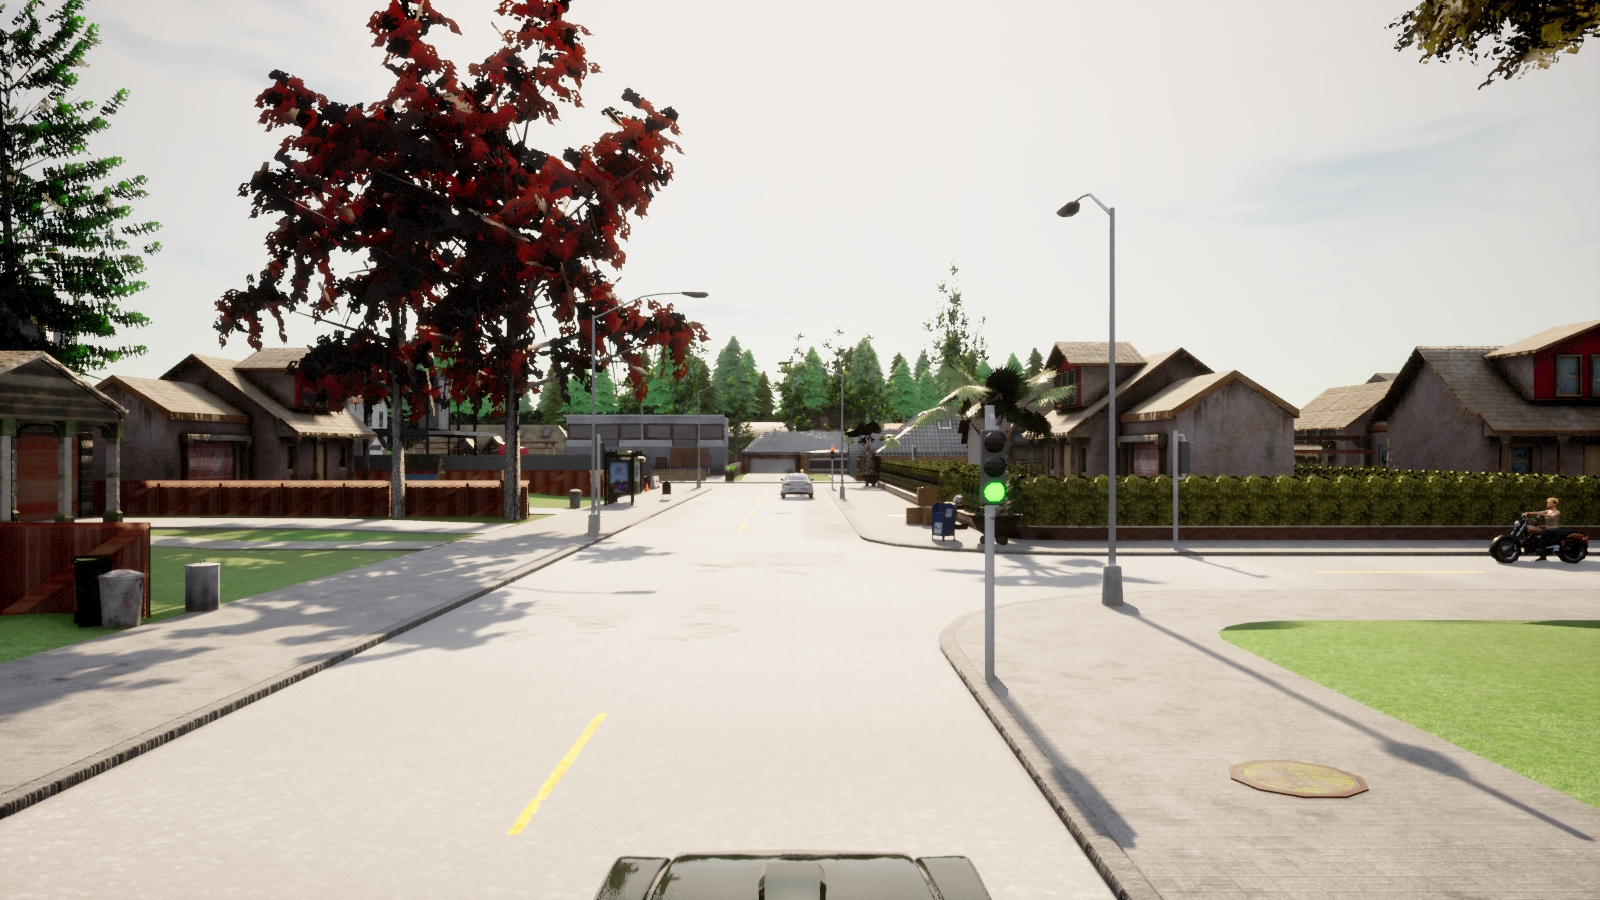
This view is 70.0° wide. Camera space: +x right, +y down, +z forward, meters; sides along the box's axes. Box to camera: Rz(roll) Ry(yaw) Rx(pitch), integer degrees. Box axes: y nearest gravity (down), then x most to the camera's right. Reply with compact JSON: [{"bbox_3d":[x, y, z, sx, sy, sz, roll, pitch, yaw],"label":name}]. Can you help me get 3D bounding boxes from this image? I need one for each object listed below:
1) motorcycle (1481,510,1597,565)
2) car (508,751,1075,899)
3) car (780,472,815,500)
[{"bbox_3d":[18.237,2.155,28.222,2.356,1.307,0.764,0,0,0],"label":"motorcycle"},{"bbox_3d":[-0.028,2.155,3.356,1.895,1.301,4.718,0,0,0],"label":"car"},{"bbox_3d":[-0.164,2.081,66.907,2.002,1.442,4.674,0,0,0],"label":"car"}]
